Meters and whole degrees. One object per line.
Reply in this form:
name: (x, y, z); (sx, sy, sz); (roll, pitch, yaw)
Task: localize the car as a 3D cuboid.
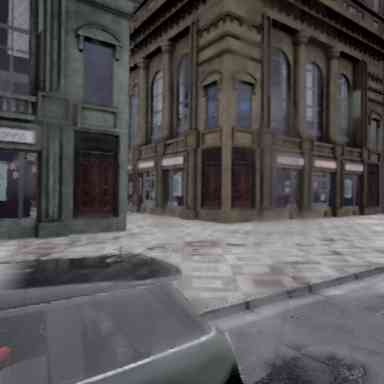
car: (-1.791, 1.349, 2.102); (4.553, 1.767, 2.097); (1, 0, -36)
